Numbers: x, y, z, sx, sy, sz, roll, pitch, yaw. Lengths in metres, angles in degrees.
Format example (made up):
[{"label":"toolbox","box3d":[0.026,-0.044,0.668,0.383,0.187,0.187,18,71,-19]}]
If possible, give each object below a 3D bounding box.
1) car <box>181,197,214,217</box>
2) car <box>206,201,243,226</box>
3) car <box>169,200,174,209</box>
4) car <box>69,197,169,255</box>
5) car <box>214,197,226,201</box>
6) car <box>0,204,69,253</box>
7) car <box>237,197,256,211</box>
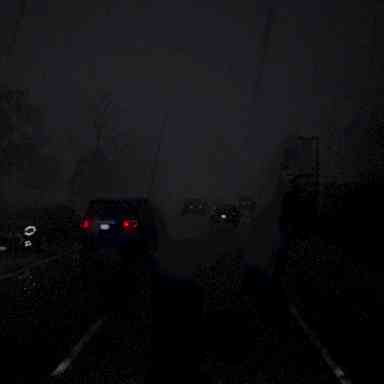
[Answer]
[{"label":"car","box3d":[0.413,1.370,31.439,2.097,1.767,4.553,0,0,13]},{"label":"car","box3d":[2.450,1.585,23.984,1.994,1.385,4.181,0,0,10]},{"label":"car","box3d":[-3.966,1.604,43.069,1.895,1.301,4.718,0,0,17]},{"label":"car","box3d":[-2.581,1.224,13.533,2.150,2.045,5.566,0,0,6]},{"label":"car","box3d":[4.317,1.541,55.803,1.837,1.490,4.892,0,0,23]},{"label":"car","box3d":[-6.256,1.344,13.612,2.097,1.767,4.553,0,0,6]},{"label":"car","box3d":[6.666,1.396,41.141,2.097,1.767,4.553,0,0,17]}]
